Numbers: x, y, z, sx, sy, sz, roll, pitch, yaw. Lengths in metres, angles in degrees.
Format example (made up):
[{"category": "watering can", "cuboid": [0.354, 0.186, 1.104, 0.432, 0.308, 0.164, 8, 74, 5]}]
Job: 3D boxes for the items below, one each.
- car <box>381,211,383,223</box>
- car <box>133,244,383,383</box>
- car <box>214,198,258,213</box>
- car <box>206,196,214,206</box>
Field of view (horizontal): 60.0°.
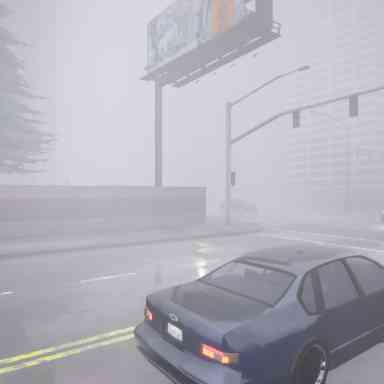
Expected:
[{"category": "car", "cuboid": [15.354, 1.352, 23.490, 4.553, 1.767, 2.097, 0, 0, -35]}, {"category": "car", "cuboid": [1.832, 1.547, 5.069, 5.357, 1.411, 2.033, 0, 0, -37]}, {"category": "car", "cuboid": [5.092, 1.478, 36.865, 1.882, 1.535, 5.008, 0, 0, -35]}, {"category": "car", "cuboid": [1.783, 1.352, 54.095, 2.097, 1.767, 4.553, 0, 0, -35]}]
